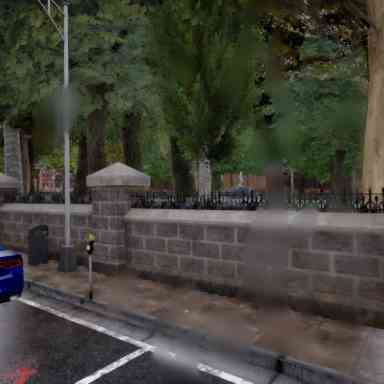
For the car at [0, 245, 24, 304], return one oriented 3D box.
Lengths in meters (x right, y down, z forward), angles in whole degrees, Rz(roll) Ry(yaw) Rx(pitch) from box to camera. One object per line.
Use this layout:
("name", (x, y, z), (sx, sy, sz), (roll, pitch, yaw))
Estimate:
("car", (-5.489, 1.481, 6.963), (5.008, 1.535, 1.882), (0, 0, 36))
